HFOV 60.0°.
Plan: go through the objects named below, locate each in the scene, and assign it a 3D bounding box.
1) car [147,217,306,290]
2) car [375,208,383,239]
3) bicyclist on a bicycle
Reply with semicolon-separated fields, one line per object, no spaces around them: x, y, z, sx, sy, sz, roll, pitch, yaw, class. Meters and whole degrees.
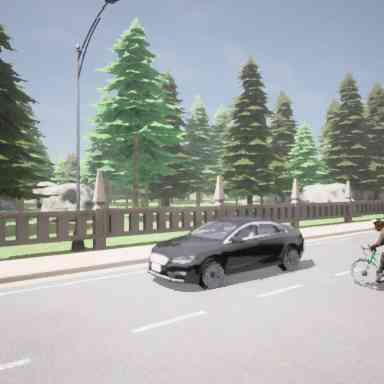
1.130;1.491;9.219;4.902;1.511;2.128;0;0;-37;car
11.303;1.526;16.757;4.674;1.442;1.812;0;0;-36;car
4.343;1.453;7.407;0.582;1.620;1.656;0;0;-37;bicyclist on a bicycle
